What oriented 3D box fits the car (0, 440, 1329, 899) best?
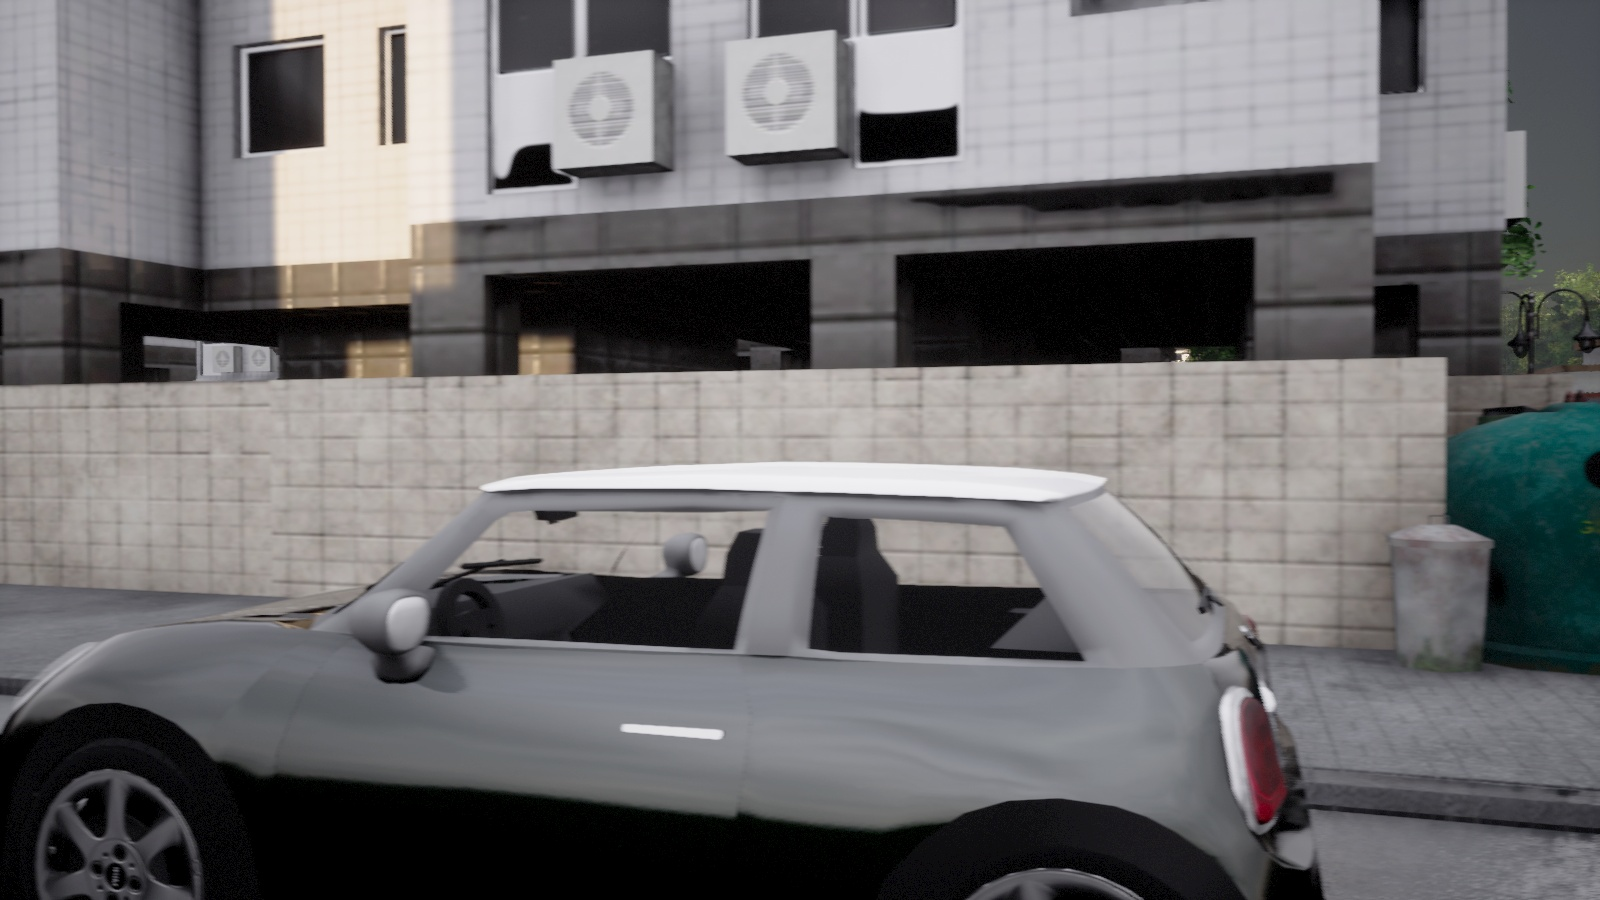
[{"bbox_3d":[-0.502,0.727,3.888,3.806,1.475,1.970,1,1,19],"label":"car"}]
